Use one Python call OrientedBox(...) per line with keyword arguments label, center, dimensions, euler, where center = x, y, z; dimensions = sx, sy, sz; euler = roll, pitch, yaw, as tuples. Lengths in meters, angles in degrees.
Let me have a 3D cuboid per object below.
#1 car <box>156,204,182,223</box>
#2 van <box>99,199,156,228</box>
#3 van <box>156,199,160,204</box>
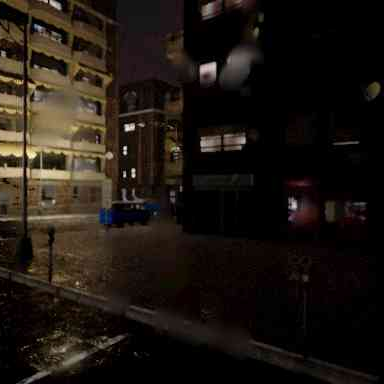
OrientedBox(label="car", center=(-1.643, 1.896, 28.355), dimensions=(1.947, 1.339, 4.313), euler=(-1, -2, 35))
OrientedBox(label="van", center=(-4.715, 1.566, 23.746), dimensions=(1.690, 1.788, 3.998), euler=(-1, -2, 35))
OrientedBox(label="van", center=(-5.266, 1.698, 37.668), dimensions=(1.690, 1.788, 3.998), euler=(-1, -1, 35))
